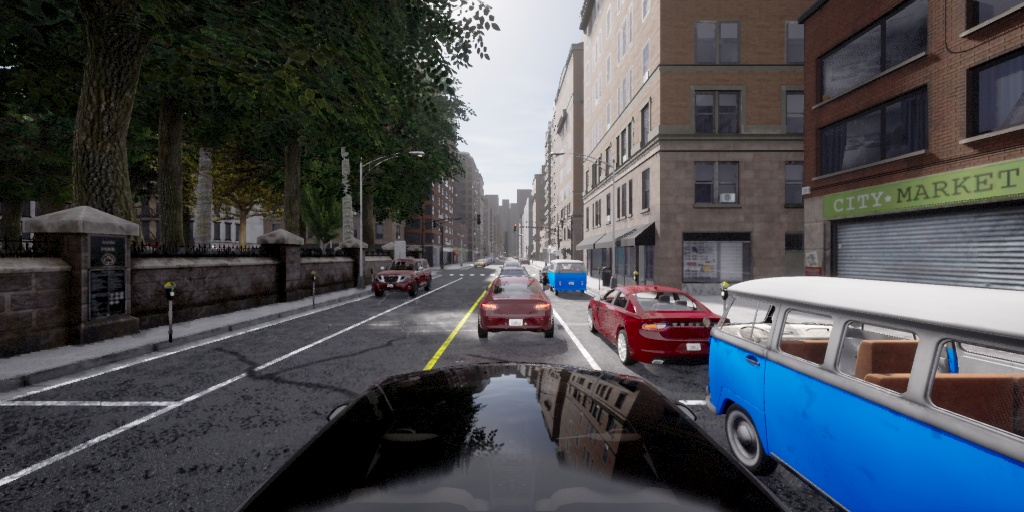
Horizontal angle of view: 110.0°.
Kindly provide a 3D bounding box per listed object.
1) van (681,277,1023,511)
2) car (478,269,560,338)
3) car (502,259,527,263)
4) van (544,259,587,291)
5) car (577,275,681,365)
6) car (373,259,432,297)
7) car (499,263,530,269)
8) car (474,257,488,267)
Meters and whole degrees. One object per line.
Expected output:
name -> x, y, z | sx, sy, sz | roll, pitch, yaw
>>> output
van -> 2.857, 1.091, 2.209 | 1.690, 1.789, 3.998 | 0, 0, 0
car -> 0.101, 1.274, 10.073 | 1.812, 1.442, 4.674 | 0, 0, 0
car -> 0.024, 1.242, 29.396 | 1.837, 1.490, 4.892 | 0, 0, 0
van -> 2.869, 1.085, 19.191 | 1.690, 1.789, 3.998 | 0, 0, 0
car -> 2.861, 1.294, 7.870 | 1.888, 1.381, 4.507 | 0, 0, 0
car -> -5.655, 1.060, 19.157 | 2.192, 1.841, 5.009 | 0, 0, 0
car -> 0.110, 1.292, 19.652 | 2.033, 1.411, 5.357 | 0, 0, 1
car -> -5.624, 1.229, 62.676 | 1.751, 1.417, 4.829 | 0, 0, 0
